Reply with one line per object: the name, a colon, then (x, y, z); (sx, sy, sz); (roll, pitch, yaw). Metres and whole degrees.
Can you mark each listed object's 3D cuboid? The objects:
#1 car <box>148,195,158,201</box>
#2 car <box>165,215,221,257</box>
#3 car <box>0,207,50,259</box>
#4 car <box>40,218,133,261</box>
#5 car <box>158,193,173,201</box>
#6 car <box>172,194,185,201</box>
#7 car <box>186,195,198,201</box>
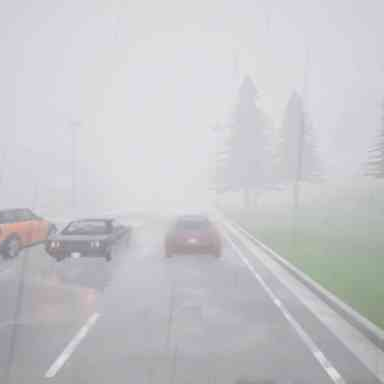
car: (-10.449, 1.592, 89.313); (1.994, 1.385, 4.181); (0, 0, 2)
car: (0.046, 1.571, 12.930); (1.994, 1.385, 4.181); (0, 0, 0)
car: (-6.956, 1.357, 12.734); (2.097, 1.767, 4.553); (0, 0, 1)
car: (-3.463, 1.606, 12.215); (1.895, 1.301, 4.718); (0, 0, 1)
car: (-6.960, 1.263, 88.602); (2.150, 2.045, 5.566); (0, 0, 2)
car: (-3.467, 1.562, 88.231); (1.812, 1.442, 4.674); (0, 0, 2)
car: (0.034, 1.633, 88.225); (1.895, 1.301, 4.718); (0, 0, 2)
